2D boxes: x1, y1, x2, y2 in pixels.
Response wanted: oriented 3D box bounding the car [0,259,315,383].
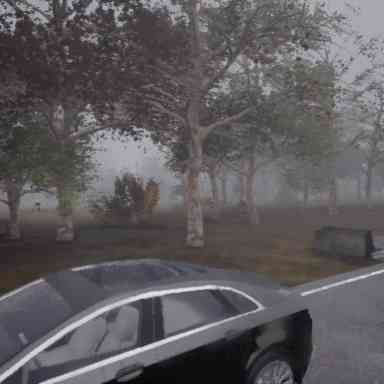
[{"bbox_3d":[-0.904,1.491,3.042,4.902,1.511,2.128,0,0,-36],"label":"car"}]
